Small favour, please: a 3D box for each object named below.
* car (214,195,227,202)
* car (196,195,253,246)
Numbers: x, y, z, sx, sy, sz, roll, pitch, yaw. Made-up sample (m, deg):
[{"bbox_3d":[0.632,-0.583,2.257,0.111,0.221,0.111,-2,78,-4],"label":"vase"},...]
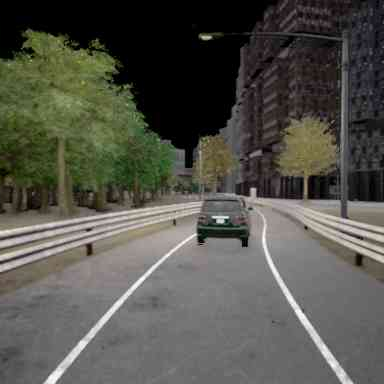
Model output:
[{"bbox_3d":[6.428,1.424,76.029,1.882,1.535,5.008,0,0,-7],"label":"car"},{"bbox_3d":[1.629,1.229,15.575,2.150,2.045,5.566,0,0,11],"label":"car"}]
